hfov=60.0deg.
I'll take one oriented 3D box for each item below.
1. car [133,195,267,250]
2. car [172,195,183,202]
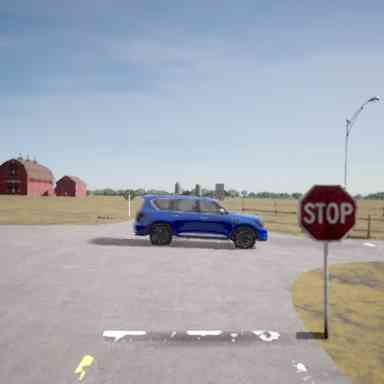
[{"bbox_3d":[0.326,1.221,14.064,5.566,2.045,2.150,2,-1,0],"label":"car"},{"bbox_3d":[-2.875,1.286,65.938,1.994,1.385,4.181,0,0,0],"label":"car"}]
